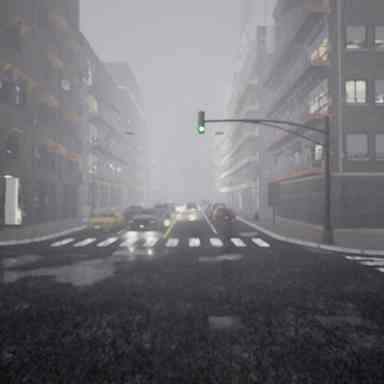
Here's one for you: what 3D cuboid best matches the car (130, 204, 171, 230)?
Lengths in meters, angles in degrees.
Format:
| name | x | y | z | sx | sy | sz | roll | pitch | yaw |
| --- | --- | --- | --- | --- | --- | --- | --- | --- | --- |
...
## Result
| name | x | y | z | sx | sy | sz | roll | pitch | yaw |
| --- | --- | --- | --- | --- | --- | --- | --- | --- | --- |
| car | -3.084 | 1.852 | 24.094 | 2.033 | 1.411 | 5.357 | 0 | -1 | 4 |

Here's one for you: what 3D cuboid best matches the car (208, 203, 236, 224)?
| name | x | y | z | sx | sy | sz | roll | pitch | yaw |
| --- | --- | --- | --- | --- | --- | --- | --- | --- | --- |
| car | 2.679 | 1.900 | 28.089 | 1.887 | 1.381 | 4.507 | 1 | -1 | 0 |

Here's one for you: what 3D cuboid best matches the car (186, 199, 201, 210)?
| name | x | y | z | sx | sy | sz | roll | pitch | yaw |
| --- | --- | --- | --- | --- | --- | --- | --- | --- | --- |
| car | -0.035 | 2.231 | 53.930 | 2.033 | 1.411 | 5.357 | 0 | -1 | 0 |

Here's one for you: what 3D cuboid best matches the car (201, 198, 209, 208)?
| name | x | y | z | sx | sy | sz | roll | pitch | yaw |
| --- | --- | --- | --- | --- | --- | --- | --- | --- | --- |
| car | 2.654 | 2.163 | 66.754 | 2.192 | 1.841 | 5.009 | 1 | -1 | 0 |

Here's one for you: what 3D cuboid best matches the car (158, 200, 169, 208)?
| name | x | y | z | sx | sy | sz | roll | pitch | yaw |
| --- | --- | --- | --- | --- | --- | --- | --- | --- | --- |
| car | -5.729 | 2.392 | 66.759 | 1.887 | 1.381 | 4.507 | 1 | -1 | 0 |

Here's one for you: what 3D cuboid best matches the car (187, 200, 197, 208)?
| name | x | y | z | sx | sy | sz | roll | pitch | yaw |
| --- | --- | --- | --- | --- | --- | --- | --- | --- | --- |
| car | -0.044 | 2.342 | 64.351 | 1.812 | 1.442 | 4.674 | 0 | -1 | 0 |

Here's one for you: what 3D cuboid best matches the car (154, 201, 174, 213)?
| name | x | y | z | sx | sy | sz | roll | pitch | yaw |
| --- | --- | --- | --- | --- | --- | --- | --- | --- | --- |
| car | -3.115 | 1.958 | 34.202 | 1.812 | 1.442 | 4.674 | 0 | -1 | 0 |

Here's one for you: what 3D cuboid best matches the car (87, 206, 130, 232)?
| name | x | y | z | sx | sy | sz | roll | pitch | yaw |
| --- | --- | --- | --- | --- | --- | --- | --- | --- | --- |
| car | -5.697 | 1.809 | 22.405 | 1.752 | 1.417 | 4.829 | 1 | -1 | 0 |

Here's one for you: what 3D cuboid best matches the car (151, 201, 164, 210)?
| name | x | y | z | sx | sy | sz | roll | pitch | yaw |
| --- | --- | --- | --- | --- | --- | --- | --- | --- | --- |
| car | -5.721 | 2.229 | 55.543 | 1.752 | 1.417 | 4.829 | 1 | -1 | 0 |

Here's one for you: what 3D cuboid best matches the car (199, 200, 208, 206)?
| name | x | y | z | sx | sy | sz | roll | pitch | yaw |
| --- | --- | --- | --- | --- | --- | --- | --- | --- | --- |
| car | 2.644 | 2.556 | 77.796 | 1.947 | 1.339 | 4.313 | 1 | -1 | 0 |

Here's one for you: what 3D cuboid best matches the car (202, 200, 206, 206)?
| name | x | y | z | sx | sy | sz | roll | pitch | yaw |
| --- | --- | --- | --- | --- | --- | --- | --- | --- | --- |
| car | 2.667 | 2.147 | 44.658 | 1.802 | 1.307 | 4.206 | 1 | -1 | 0 |

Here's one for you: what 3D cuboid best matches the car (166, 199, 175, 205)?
| name | x | y | z | sx | sy | sz | roll | pitch | yaw |
| --- | --- | --- | --- | --- | --- | --- | --- | --- | --- |
| car | -5.744 | 2.683 | 88.850 | 2.008 | 1.369 | 4.403 | 1 | -1 | 0 |

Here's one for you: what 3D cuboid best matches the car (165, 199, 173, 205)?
| name | x | y | z | sx | sy | sz | roll | pitch | yaw |
| --- | --- | --- | --- | --- | --- | --- | --- | --- | --- |
| car | -5.740 | 2.584 | 83.157 | 1.752 | 1.417 | 4.829 | 1 | -1 | 0 |

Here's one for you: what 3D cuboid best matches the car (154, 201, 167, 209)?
| name | x | y | z | sx | sy | sz | roll | pitch | yaw |
| --- | --- | --- | --- | --- | --- | --- | --- | --- | --- |
| car | -5.725 | 2.327 | 61.236 | 2.008 | 1.369 | 4.403 | 1 | -1 | 0 |

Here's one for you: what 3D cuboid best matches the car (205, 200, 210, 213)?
| name | x | y | z | sx | sy | sz | roll | pitch | yaw |
| --- | --- | --- | --- | --- | --- | --- | --- | --- | --- |
| car | 2.676 | 1.865 | 33.614 | 1.967 | 1.590 | 4.097 | 1 | -1 | 0 |

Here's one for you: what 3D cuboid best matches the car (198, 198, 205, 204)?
| name | x | y | z | sx | sy | sz | roll | pitch | yaw |
| --- | --- | --- | --- | --- | --- | --- | --- | --- | --- |
| car | 2.634 | 2.645 | 94.367 | 1.967 | 1.590 | 4.097 | 1 | -1 | 0 |

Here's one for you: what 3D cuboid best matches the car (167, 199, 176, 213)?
| name | x | y | z | sx | sy | sz | roll | pitch | yaw |
| --- | --- | --- | --- | --- | --- | --- | --- | --- | --- |
| car | -3.126 | 2.126 | 45.804 | 2.033 | 1.411 | 5.357 | 0 | -1 | 0 |
